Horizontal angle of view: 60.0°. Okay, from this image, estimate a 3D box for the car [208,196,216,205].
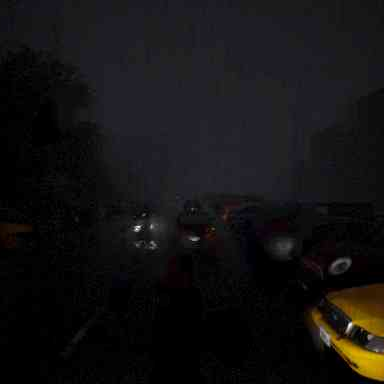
[{"bbox_3d":[4.480,1.481,37.595,4.674,1.452,2.002,0,0,0],"label":"car"}]

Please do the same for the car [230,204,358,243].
[{"bbox_3d":[4.512,1.471,15.328,5.008,1.535,2.097,0,0,0],"label":"car"}]

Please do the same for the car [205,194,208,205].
[{"bbox_3d":[4.468,1.430,43.163,4.892,1.521,2.231,0,0,0],"label":"car"}]

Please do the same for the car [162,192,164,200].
[{"bbox_3d":[-8.675,1.242,68.067,4.553,1.767,2.185,0,0,0],"label":"car"}]

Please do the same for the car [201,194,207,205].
[{"bbox_3d":[4.285,1.419,45.945,5.366,1.575,1.946,0,0,0],"label":"car"}]

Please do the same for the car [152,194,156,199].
[{"bbox_3d":[-8.624,1.414,51.484,5.008,1.535,2.097,0,0,0],"label":"car"}]

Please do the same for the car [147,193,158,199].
[{"bbox_3d":[-8.808,1.404,54.143,5.366,1.575,1.946,0,0,0],"label":"car"}]

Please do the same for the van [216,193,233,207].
[{"bbox_3d":[4.613,1.230,29.182,4.442,1.987,1.878,0,0,0],"label":"van"}]

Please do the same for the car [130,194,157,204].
[{"bbox_3d":[-8.600,1.265,59.837,4.553,1.767,2.185,0,0,0],"label":"car"}]

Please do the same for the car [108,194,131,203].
[{"bbox_3d":[-8.556,1.332,31.987,4.553,1.767,2.185,0,0,0],"label":"car"}]

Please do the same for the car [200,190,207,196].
[{"bbox_3d":[4.485,1.149,54.295,5.566,2.045,2.435,0,0,0],"label":"car"}]

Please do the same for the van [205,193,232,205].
[{"bbox_3d":[4.569,1.167,56.954,4.442,1.987,1.878,0,0,0],"label":"van"}]

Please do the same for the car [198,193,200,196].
[{"bbox_3d":[4.617,1.350,70.995,5.366,1.575,1.946,0,0,0],"label":"car"}]

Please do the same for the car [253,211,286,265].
[{"bbox_3d":[4.519,1.475,9.761,4.892,1.521,2.231,0,0,0],"label":"car"}]

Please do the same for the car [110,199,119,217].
[{"bbox_3d":[-8.582,1.506,26.418,4.674,1.452,2.002,0,0,0],"label":"car"}]

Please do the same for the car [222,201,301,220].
[{"bbox_3d":[4.506,1.507,20.896,4.674,1.452,2.002,0,0,0],"label":"car"}]

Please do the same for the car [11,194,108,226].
[{"bbox_3d":[-8.543,1.222,20.849,5.566,2.045,2.435,0,0,0],"label":"car"}]

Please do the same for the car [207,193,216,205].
[{"bbox_3d":[4.510,1.310,40.378,4.553,1.767,2.185,0,0,0],"label":"car"}]

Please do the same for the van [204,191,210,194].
[{"bbox_3d":[4.578,1.182,51.512,4.442,1.987,1.878,0,0,0],"label":"van"}]

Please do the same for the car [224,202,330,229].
[{"bbox_3d":[4.518,1.469,18.111,5.008,1.535,2.097,0,0,0],"label":"car"}]

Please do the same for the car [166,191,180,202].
[{"bbox_3d":[-3.605,1.232,68.533,2.097,1.767,4.553,0,0,0],"label":"car"}]

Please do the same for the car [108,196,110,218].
[{"bbox_3d":[-8.544,1.344,23.633,4.553,1.767,2.185,0,0,0],"label":"car"}]

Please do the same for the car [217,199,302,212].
[{"bbox_3d":[4.690,1.460,23.679,5.366,1.575,1.946,0,0,0],"label":"car"}]

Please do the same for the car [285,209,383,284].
[{"bbox_3d":[4.561,1.350,6.853,4.553,1.767,2.185,0,0,0],"label":"car"}]

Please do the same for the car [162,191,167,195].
[{"bbox_3d":[-8.677,1.108,70.977,5.566,2.045,2.435,0,0,0],"label":"car"}]

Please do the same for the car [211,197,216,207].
[{"bbox_3d":[4.521,1.481,32.029,4.792,1.488,2.163,0,0,0],"label":"car"}]

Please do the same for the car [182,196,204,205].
[{"bbox_3d":[0.045,1.471,35.796,1.837,1.490,4.892,0,0,0],"label":"car"}]

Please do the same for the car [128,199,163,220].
[{"bbox_3d":[-3.640,1.546,27.206,1.994,1.385,4.181,0,0,0],"label":"car"}]

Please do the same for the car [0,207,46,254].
[{"bbox_3d":[-8.564,1.479,12.493,5.008,1.535,2.097,0,0,0],"label":"car"}]

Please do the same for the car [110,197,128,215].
[{"bbox_3d":[-8.579,1.462,29.203,5.008,1.535,2.097,0,0,0],"label":"car"}]

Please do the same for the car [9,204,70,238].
[{"bbox_3d":[-8.569,1.478,15.278,4.892,1.521,2.231,0,0,0],"label":"car"}]

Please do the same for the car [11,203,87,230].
[{"bbox_3d":[-8.595,1.505,18.061,4.792,1.488,2.163,0,0,0],"label":"car"}]

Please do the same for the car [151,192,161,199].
[{"bbox_3d":[-8.655,1.148,56.927,5.566,2.045,2.435,0,0,0],"label":"car"}]

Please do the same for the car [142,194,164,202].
[{"bbox_3d":[-8.621,1.226,73.763,4.553,1.767,2.185,0,0,0],"label":"car"}]

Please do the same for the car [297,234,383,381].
[{"bbox_3d":[4.349,1.473,4.195,5.366,1.575,1.946,0,0,0],"label":"car"}]

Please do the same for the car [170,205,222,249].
[{"bbox_3d":[0.074,1.519,14.332,1.812,1.442,4.674,0,0,0],"label":"car"}]

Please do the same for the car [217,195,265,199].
[{"bbox_3d":[4.531,1.334,26.462,4.553,1.767,2.185,0,0,0],"label":"car"}]

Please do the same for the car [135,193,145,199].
[{"bbox_3d":[-8.569,1.196,37.559,5.566,2.045,2.435,0,0,0],"label":"car"}]

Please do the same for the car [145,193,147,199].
[{"bbox_3d":[-8.637,1.309,43.128,4.553,1.767,2.185,0,0,0],"label":"car"}]

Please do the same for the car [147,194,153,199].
[{"bbox_3d":[-8.584,1.451,48.697,4.792,1.488,2.163,0,0,0],"label":"car"}]

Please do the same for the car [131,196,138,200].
[{"bbox_3d":[-8.597,1.452,34.772,5.008,1.535,2.097,0,0,0],"label":"car"}]
